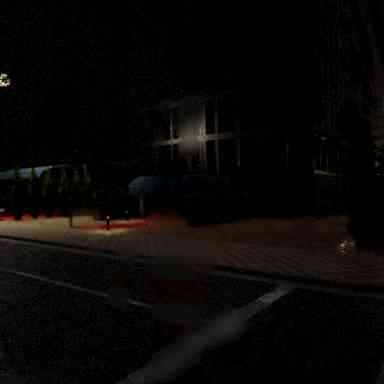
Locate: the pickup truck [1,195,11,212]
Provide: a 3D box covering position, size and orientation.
[{"bbox_3d":[-18.500,1.325,33.164,2.390,2.098,6.274,0,0,-24],"label":"pickup truck"}]
